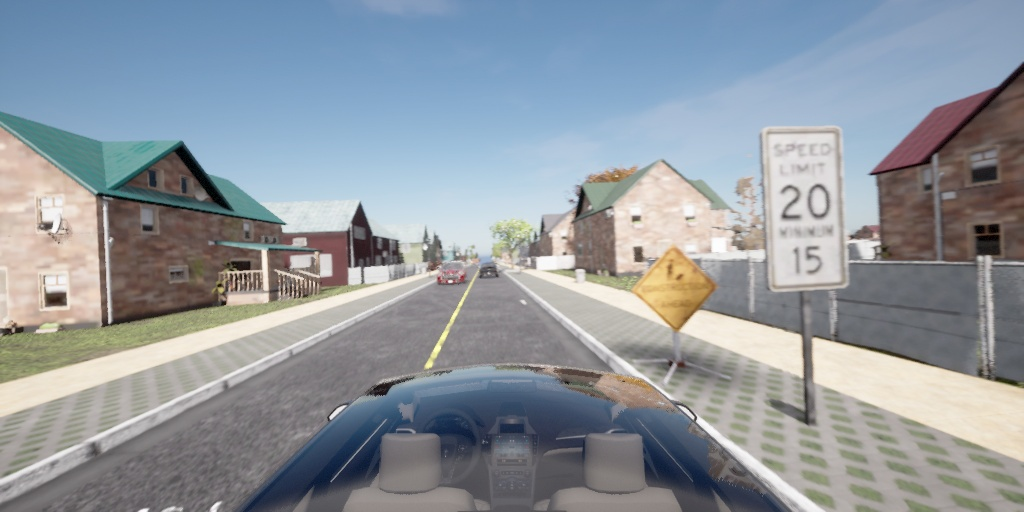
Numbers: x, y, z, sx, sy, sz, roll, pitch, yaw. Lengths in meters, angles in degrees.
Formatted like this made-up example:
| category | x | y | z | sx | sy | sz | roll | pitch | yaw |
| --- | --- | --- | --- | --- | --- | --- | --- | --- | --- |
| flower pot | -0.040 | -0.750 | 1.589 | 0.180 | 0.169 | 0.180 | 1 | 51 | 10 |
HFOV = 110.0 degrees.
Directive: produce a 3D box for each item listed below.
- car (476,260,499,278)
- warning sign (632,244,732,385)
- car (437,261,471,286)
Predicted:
| category | x | y | z | sx | sy | sz | roll | pitch | yaw |
| --- | --- | --- | --- | --- | --- | --- | --- | --- | --- |
| car | -2.292 | 1.341 | 35.489 | 1.837 | 1.490 | 4.892 | -3 | 0 | -4 |
| warning sign | 2.441 | 0.749 | 5.284 | 1.300 | 1.860 | 1.060 | 0 | 0 | -4 |
| car | -4.653 | 1.289 | 28.298 | 2.097 | 1.767 | 4.553 | -3 | 0 | -4 |
